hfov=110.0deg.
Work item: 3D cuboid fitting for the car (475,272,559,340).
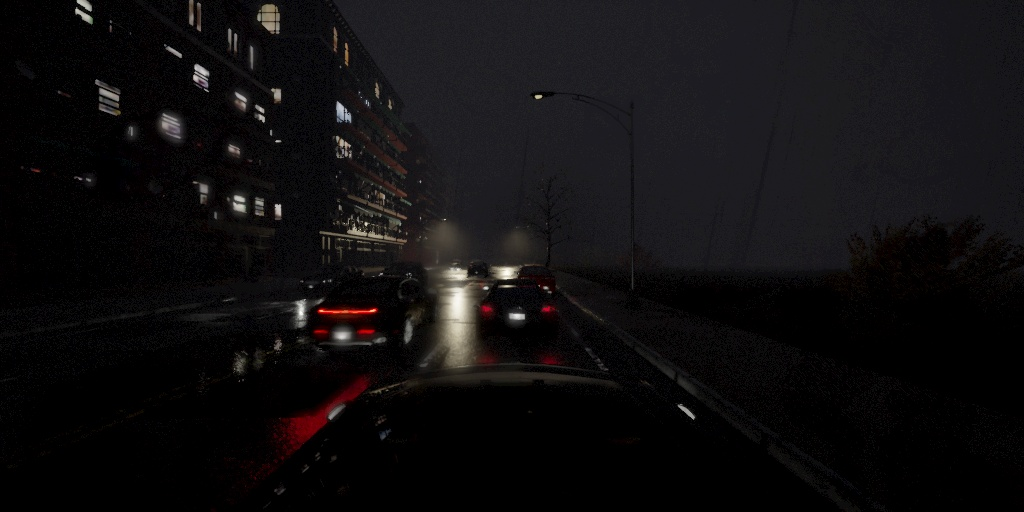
[{"bbox_3d":[0.113,1.315,9.957,1.994,1.385,4.181,0,0,0],"label":"car"}]

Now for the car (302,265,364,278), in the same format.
[{"bbox_3d":[-9.825,1.243,19.981,2.128,1.511,4.902,0,0,0],"label":"car"}]

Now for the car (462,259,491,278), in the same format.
[{"bbox_3d":[-3.105,1.244,33.970,2.128,1.511,4.902,0,0,0],"label":"car"}]

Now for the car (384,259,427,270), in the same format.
[{"bbox_3d":[-6.573,1.104,21.998,2.097,1.767,4.553,0,0,0],"label":"car"}]

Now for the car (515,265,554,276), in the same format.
[{"bbox_3d":[1.161,1.230,18.876,1.882,1.535,5.008,0,0,0],"label":"car"}]

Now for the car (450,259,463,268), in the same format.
[{"bbox_3d":[-9.722,1.241,63.107,2.128,1.511,4.902,0,0,0],"label":"car"}]

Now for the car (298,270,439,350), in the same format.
[{"bbox_3d":[-3.142,1.254,9.084,1.837,1.490,4.892,0,-1,0],"label":"car"}]
